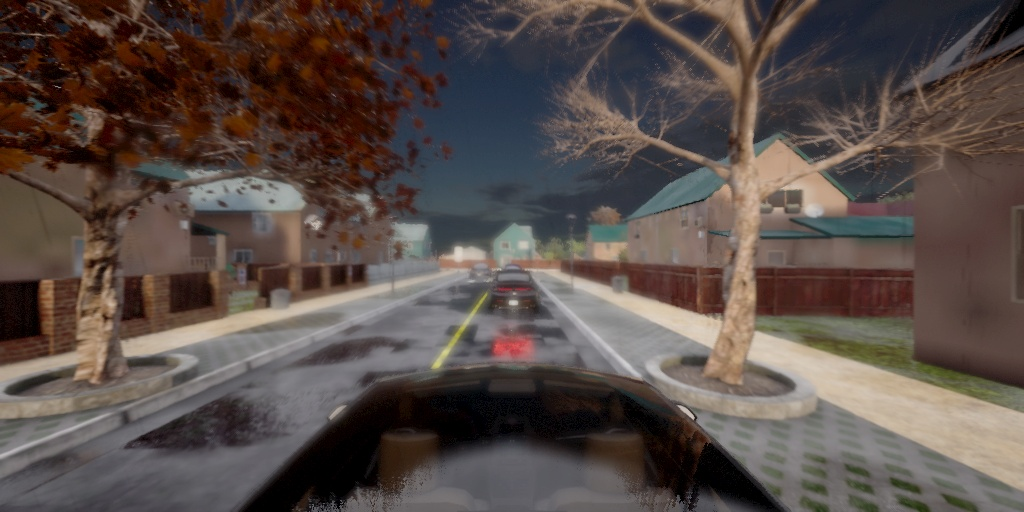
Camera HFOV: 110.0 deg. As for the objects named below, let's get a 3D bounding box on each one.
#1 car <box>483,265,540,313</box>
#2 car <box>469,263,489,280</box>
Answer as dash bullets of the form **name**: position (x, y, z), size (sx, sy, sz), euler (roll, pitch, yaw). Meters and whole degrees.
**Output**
- **car**: position (0.068, 1.280, 14.154), size (1.837, 1.490, 4.892), euler (0, 0, 0)
- **car**: position (-2.834, 1.389, 33.524), size (1.812, 1.442, 4.674), euler (0, 0, 0)
